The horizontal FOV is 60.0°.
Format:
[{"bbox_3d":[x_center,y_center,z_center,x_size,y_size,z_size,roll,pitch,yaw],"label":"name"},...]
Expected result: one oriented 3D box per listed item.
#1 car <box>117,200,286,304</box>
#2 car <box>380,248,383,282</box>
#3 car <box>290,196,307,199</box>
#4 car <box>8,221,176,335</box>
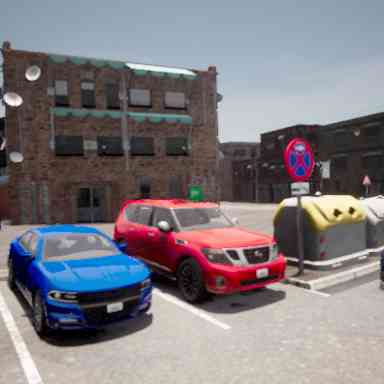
[{"bbox_3d":[-0.213,1.252,8.818,2.435,2.045,5.566,0,0,-36],"label":"car"},{"bbox_3d":[6.511,1.332,8.298,4.553,1.767,2.097,-1,0,-41],"label":"car"},{"bbox_3d":[12.614,1.166,39.667,1.812,1.442,4.674,-3,0,-23],"label":"car"},{"bbox_3d":[-2.631,1.498,7.134,2.097,1.535,5.008,1,0,-36],"label":"car"}]
